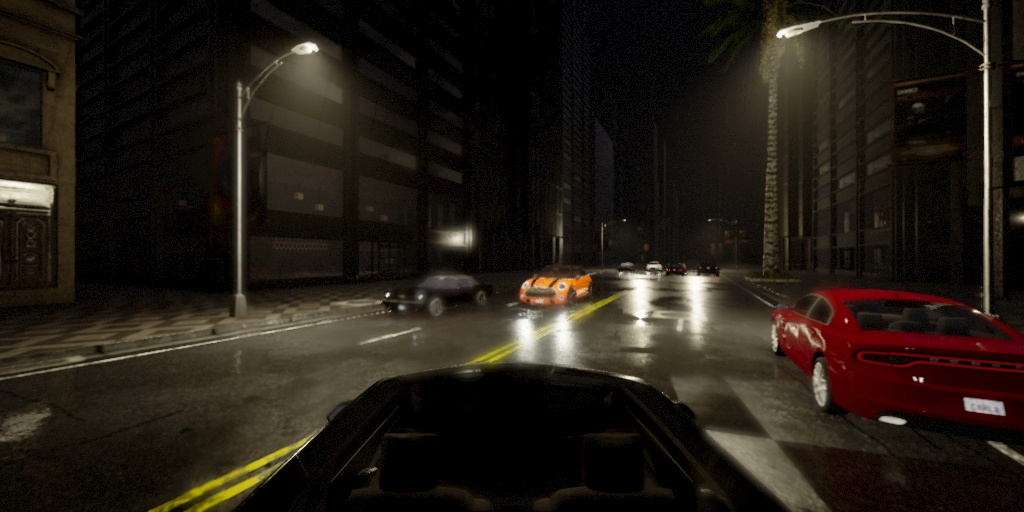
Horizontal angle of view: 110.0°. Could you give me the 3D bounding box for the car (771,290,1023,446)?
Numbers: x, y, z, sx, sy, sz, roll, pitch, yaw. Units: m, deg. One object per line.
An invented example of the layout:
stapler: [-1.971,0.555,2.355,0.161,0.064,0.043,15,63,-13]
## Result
car: [5.486,1.253,5.522,1.882,1.535,5.008,0,0,27]

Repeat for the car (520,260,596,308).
car: [2.099,1.186,15.941,2.097,1.767,4.553,0,0,27]

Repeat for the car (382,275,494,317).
car: [-2.627,1.419,13.811,1.895,1.301,4.718,0,0,27]

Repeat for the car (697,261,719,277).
car: [21.908,1.354,40.153,2.097,1.767,4.553,0,0,27]

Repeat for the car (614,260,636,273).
car: [16.520,1.618,51.491,2.033,1.411,5.357,0,0,27]

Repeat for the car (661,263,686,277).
car: [18.440,1.548,40.487,2.033,1.411,5.357,0,0,26]

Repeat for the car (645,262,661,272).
car: [21.332,1.618,53.765,1.812,1.442,4.674,0,0,27]
